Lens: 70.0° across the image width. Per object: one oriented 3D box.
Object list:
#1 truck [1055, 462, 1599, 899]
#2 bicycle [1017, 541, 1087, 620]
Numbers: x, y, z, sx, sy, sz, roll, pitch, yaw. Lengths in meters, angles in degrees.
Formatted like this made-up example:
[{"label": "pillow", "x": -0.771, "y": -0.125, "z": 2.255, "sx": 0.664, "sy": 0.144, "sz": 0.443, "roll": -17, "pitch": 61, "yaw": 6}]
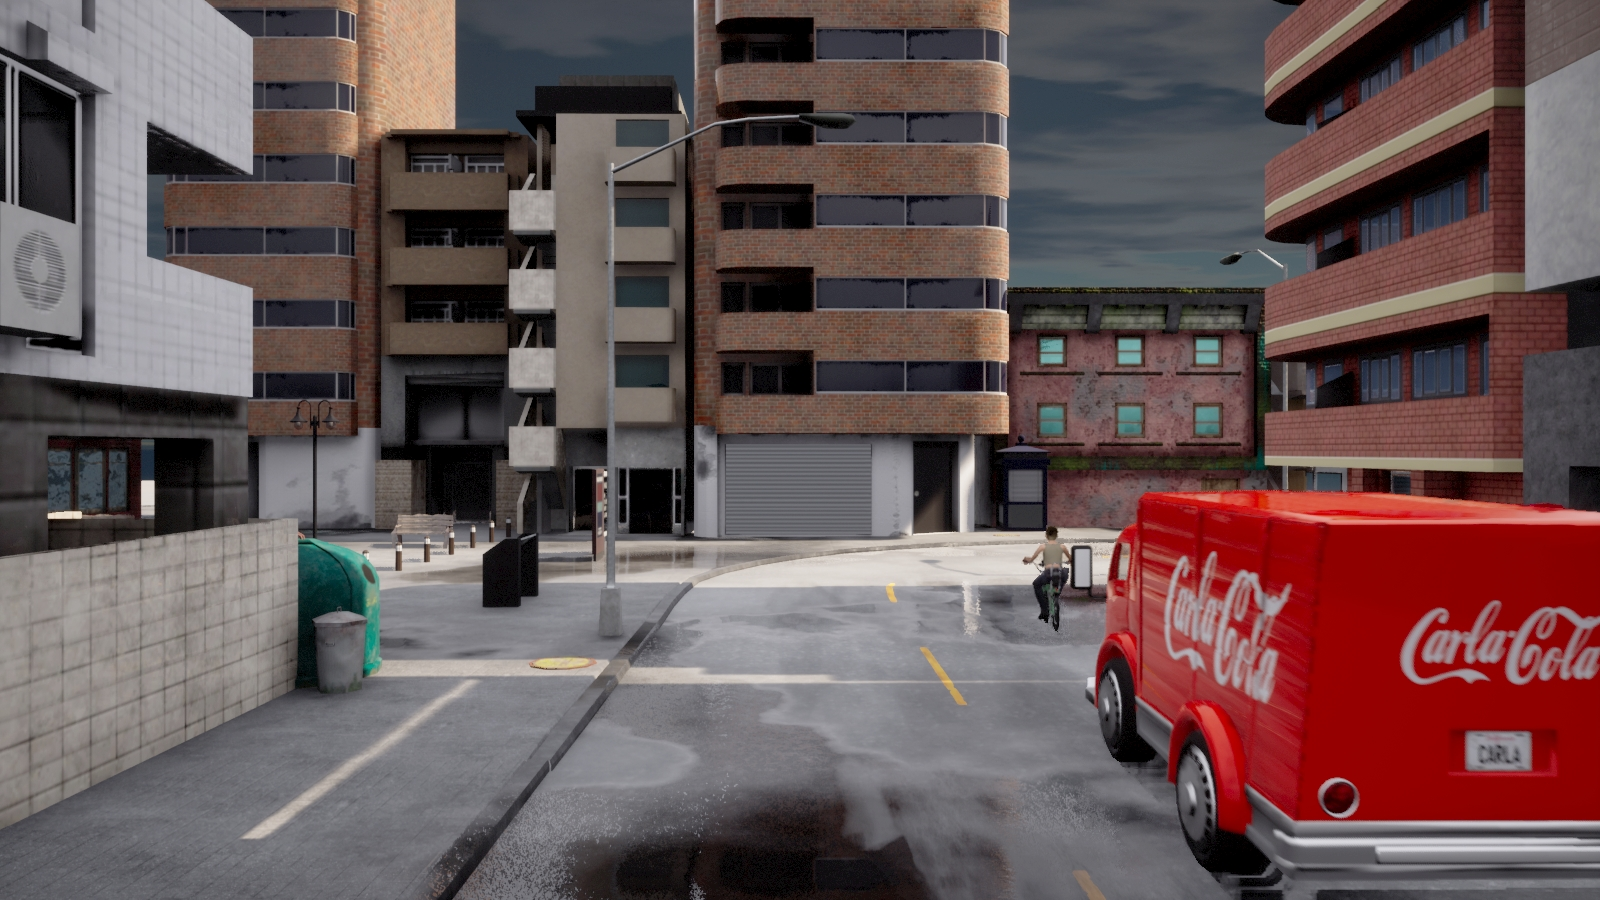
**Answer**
[{"label": "truck", "x": 3.886, "y": 1.352, "z": 8.881, "sx": 2.627, "sy": 2.467, "sz": 5.204, "roll": 0, "pitch": 0, "yaw": 0}, {"label": "bicycle", "x": 3.985, "y": 2.044, "z": 18.165, "sx": 0.859, "sy": 1.080, "sz": 1.487, "roll": 0, "pitch": 0, "yaw": 3}]
